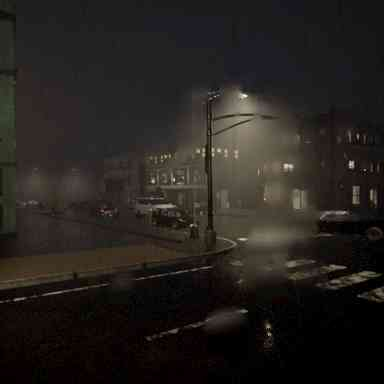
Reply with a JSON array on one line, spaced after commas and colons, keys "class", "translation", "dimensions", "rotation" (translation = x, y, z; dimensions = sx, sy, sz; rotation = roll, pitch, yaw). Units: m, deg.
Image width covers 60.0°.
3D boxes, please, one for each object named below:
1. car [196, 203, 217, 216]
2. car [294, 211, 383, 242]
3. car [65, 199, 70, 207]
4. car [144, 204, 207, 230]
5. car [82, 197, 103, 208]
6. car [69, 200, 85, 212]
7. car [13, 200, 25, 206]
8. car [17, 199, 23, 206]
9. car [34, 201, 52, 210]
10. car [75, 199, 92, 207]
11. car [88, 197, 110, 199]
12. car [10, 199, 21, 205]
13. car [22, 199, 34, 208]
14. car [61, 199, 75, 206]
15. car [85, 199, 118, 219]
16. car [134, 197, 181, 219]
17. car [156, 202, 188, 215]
[{"class": "car", "translation": [0.813, 1.810, 34.955], "dimensions": [2.008, 1.369, 4.403], "rotation": [-2, 0, -36]}, {"class": "car", "translation": [7.722, 1.628, 16.709], "dimensions": [4.718, 1.301, 1.895], "rotation": [-2, -1, 43]}, {"class": "car", "translation": [-21.440, 2.230, 61.646], "dimensions": [1.994, 1.385, 4.181], "rotation": [-1, 0, -36]}, {"class": "car", "translation": [-1.250, 1.815, 23.224], "dimensions": [1.947, 1.339, 4.313], "rotation": [-2, 0, -36]}, {"class": "car", "translation": [-18.505, 1.940, 61.972], "dimensions": [2.192, 1.841, 5.009], "rotation": [-1, 0, -36]}, {"class": "car", "translation": [-15.499, 2.088, 47.916], "dimensions": [2.033, 1.411, 5.357], "rotation": [-1, 0, -35]}, {"class": "car", "translation": [-41.411, 2.548, 79.613], "dimensions": [2.008, 1.369, 4.403], "rotation": [-1, 0, -36]}, {"class": "car", "translation": [-38.194, 2.380, 75.109], "dimensions": [1.967, 1.590, 4.097], "rotation": [-1, 0, -36]}, {"class": "car", "translation": [-25.218, 2.233, 56.959], "dimensions": [1.752, 1.417, 4.829], "rotation": [-1, 0, -36]}, {"class": "car", "translation": [-21.719, 2.228, 66.475], "dimensions": [1.887, 1.381, 4.507], "rotation": [-1, 0, -36]}, {"class": "car", "translation": [-15.379, 2.032, 53.166], "dimensions": [1.882, 1.535, 5.008], "rotation": [-1, 0, -35]}, {"class": "car", "translation": [-44.629, 2.598, 84.115], "dimensions": [1.887, 1.381, 4.507], "rotation": [-1, 0, -36]}, {"class": "car", "translation": [-31.754, 2.376, 66.104], "dimensions": [2.008, 1.369, 4.403], "rotation": [-1, 0, -36]}, {"class": "car", "translation": [-28.156, 2.364, 75.482], "dimensions": [1.947, 1.339, 4.313], "rotation": [-1, 0, -36]}, {"class": "car", "translation": [-9.224, 1.847, 34.583], "dimensions": [1.967, 1.590, 4.097], "rotation": [-1, 0, -36]}, {"class": "car", "translation": [-3.379, 1.529, 30.873], "dimensions": [2.150, 2.045, 5.566], "rotation": [-1, 0, -36]}, {"class": "car", "translation": [-2.405, 1.904, 39.459], "dimensions": [1.802, 1.307, 4.206], "rotation": [-2, 0, -36]}]
